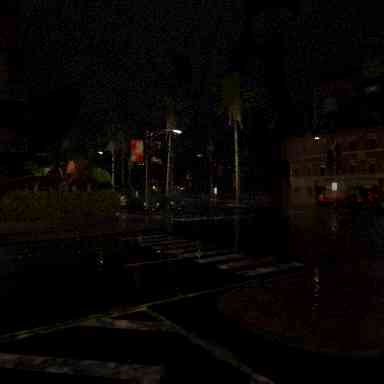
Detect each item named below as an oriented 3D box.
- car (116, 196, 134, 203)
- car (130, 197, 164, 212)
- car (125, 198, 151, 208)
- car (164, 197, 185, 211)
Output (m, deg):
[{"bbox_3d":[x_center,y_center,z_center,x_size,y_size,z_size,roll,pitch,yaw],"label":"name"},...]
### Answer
[{"bbox_3d":[-13.873,1.522,68.696,1.812,1.442,4.674,0,0,-39],"label":"car"},{"bbox_3d":[-5.585,1.352,38.846,2.097,1.767,4.553,0,0,-35],"label":"car"},{"bbox_3d":[-7.917,1.601,48.266,1.895,1.301,4.718,0,0,-35],"label":"car"},{"bbox_3d":[-2.750,1.352,40.905,2.097,1.767,4.553,0,0,-35],"label":"car"}]
